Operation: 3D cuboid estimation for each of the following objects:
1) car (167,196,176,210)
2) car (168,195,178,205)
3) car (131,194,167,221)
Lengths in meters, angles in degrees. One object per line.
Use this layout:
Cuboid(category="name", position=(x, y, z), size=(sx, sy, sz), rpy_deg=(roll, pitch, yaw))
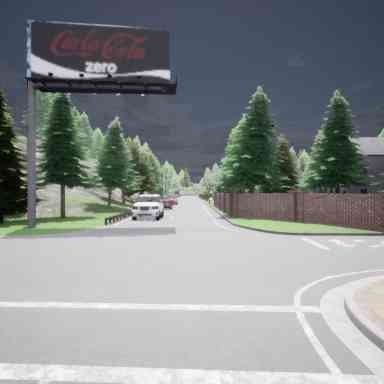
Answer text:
Cuboid(category="car", position=(-3.563, 1.563, 42.554), size=(1.994, 1.385, 4.181), rpy_deg=(0, 0, 1))
Cuboid(category="car", position=(-3.525, 1.351, 57.760), size=(2.097, 1.767, 4.553), rpy_deg=(0, 0, 1))
Cuboid(category="car", position=(-3.593, 1.222, 27.840), size=(2.150, 2.045, 5.566), rpy_deg=(0, 0, 0))
